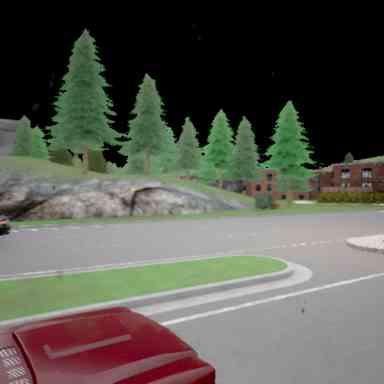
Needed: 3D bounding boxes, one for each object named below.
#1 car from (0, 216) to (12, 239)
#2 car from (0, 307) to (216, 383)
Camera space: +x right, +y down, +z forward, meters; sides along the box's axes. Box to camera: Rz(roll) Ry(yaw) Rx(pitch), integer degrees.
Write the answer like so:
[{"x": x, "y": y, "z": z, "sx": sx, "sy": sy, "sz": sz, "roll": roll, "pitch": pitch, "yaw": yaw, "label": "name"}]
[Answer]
[{"x": -9.663, "y": 1.404, "z": 12.722, "sx": 4.902, "sy": 1.511, "sz": 2.128, "roll": 0, "pitch": 0, "yaw": -21, "label": "car"}, {"x": -2.062, "y": 1.584, "z": 2.108, "sx": 4.718, "sy": 1.301, "sz": 1.895, "roll": 0, "pitch": 0, "yaw": -35, "label": "car"}]
